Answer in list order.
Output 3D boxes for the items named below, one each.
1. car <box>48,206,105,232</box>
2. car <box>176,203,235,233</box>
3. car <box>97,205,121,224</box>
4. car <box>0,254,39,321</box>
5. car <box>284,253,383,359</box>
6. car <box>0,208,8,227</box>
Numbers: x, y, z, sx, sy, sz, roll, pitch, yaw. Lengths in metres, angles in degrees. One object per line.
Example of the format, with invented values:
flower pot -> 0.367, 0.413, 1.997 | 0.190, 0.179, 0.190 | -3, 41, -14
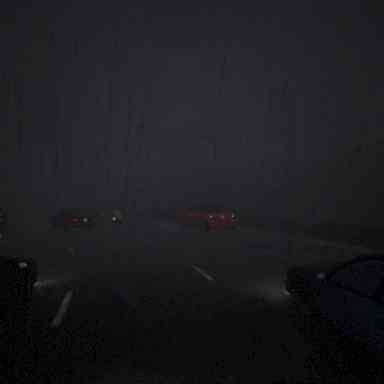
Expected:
car -> -8.028, 1.781, 22.223 | 2.033, 1.411, 5.357 | 0, -1, -38
car -> 0.755, 1.513, 21.306 | 2.097, 1.767, 4.553 | 0, 0, -29
car -> -7.360, 1.789, 26.622 | 1.812, 1.442, 4.674 | 0, -1, -41
car -> -3.992, 1.620, 5.254 | 2.033, 1.411, 5.357 | 0, 0, -12
car -> 3.171, 1.560, 4.538 | 2.033, 1.411, 5.357 | 0, 0, -9
car -> -15.251, 1.812, 24.641 | 4.892, 1.490, 1.837 | -1, -1, 43
